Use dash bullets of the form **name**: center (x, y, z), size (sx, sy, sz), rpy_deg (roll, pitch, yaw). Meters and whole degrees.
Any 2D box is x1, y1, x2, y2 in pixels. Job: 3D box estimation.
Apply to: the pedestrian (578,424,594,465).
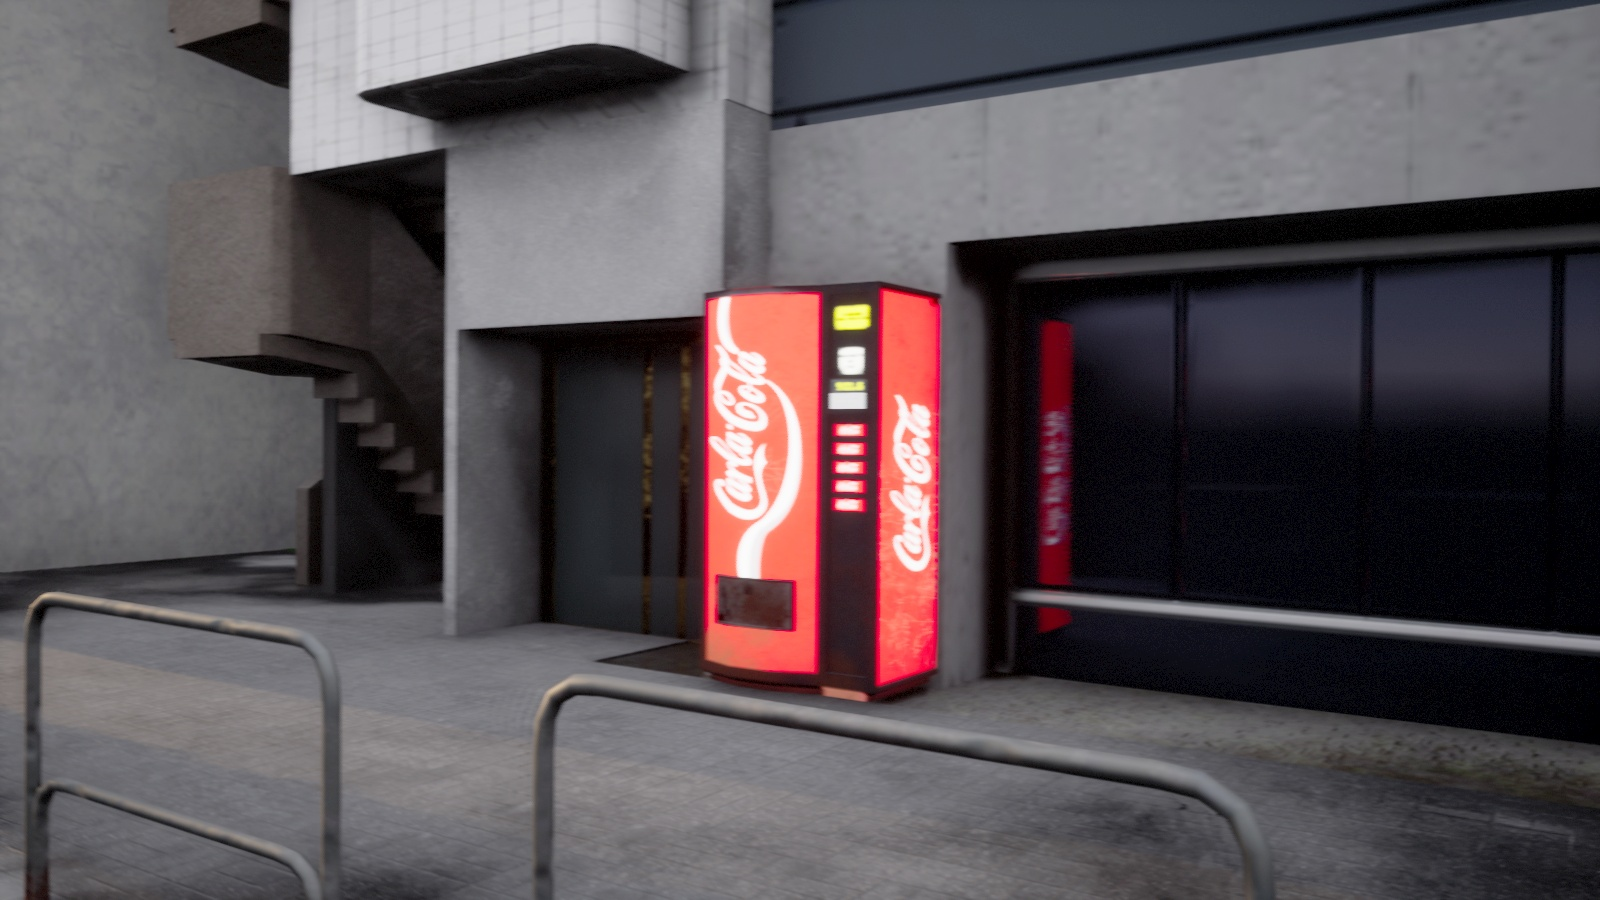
- **pedestrian**: center (-9.556, -0.237, 56.024), size (0.594, 1.836, 0.345), rpy_deg (-1, 1, -41)
